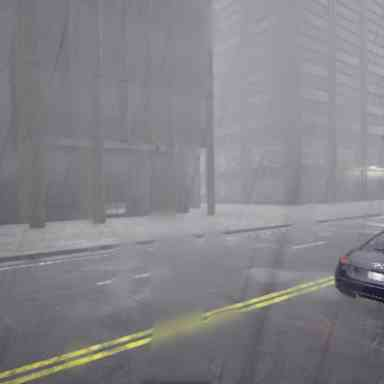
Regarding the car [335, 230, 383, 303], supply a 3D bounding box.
[{"bbox_3d":[4.886,1.415,6.986,4.181,1.385,1.994,-1,1,-35],"label":"car"}]
